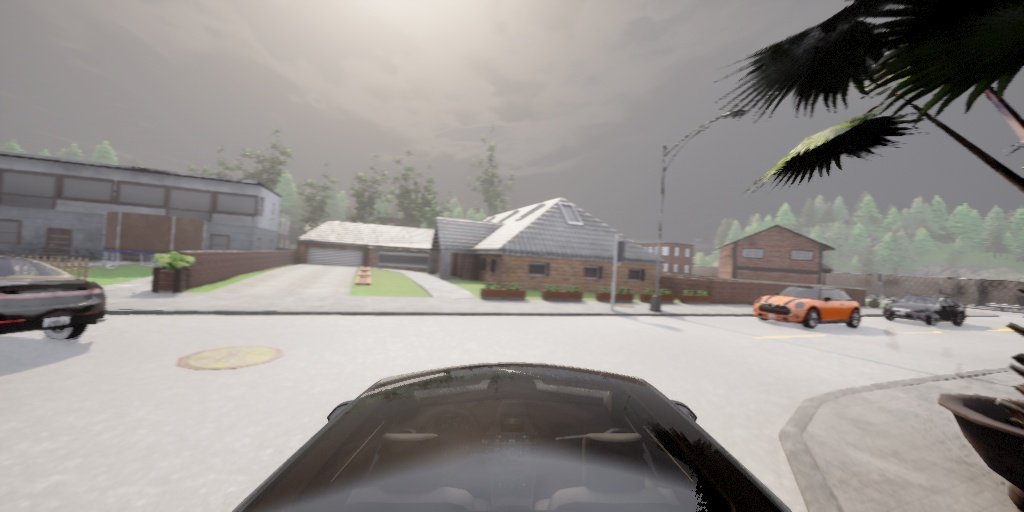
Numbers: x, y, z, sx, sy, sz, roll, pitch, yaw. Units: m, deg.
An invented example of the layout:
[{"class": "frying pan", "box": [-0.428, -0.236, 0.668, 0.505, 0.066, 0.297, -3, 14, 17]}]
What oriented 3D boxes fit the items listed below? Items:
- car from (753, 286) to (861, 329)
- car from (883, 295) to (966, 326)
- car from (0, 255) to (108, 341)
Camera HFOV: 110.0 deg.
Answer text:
[{"class": "car", "box": [12.934, 2.090, 15.750, 4.553, 1.767, 2.097, 4, -1, -22]}, {"class": "car", "box": [22.542, 2.898, 19.596, 4.902, 1.511, 2.128, 4, -1, -22]}, {"class": "car", "box": [-9.496, 0.660, 5.831, 4.902, 1.511, 2.128, 4, -1, 5]}]
